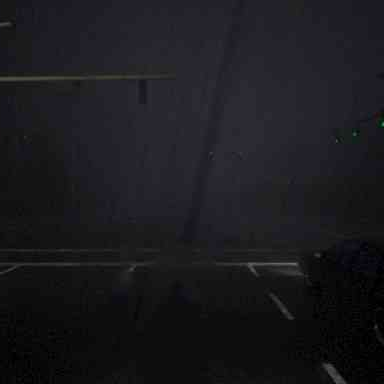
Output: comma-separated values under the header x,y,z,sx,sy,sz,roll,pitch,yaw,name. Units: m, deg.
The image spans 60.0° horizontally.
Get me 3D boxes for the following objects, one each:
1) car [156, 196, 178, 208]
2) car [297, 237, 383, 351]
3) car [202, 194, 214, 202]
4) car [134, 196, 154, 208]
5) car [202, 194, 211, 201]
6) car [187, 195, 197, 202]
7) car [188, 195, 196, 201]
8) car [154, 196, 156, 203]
x,y,z,sx,sy,sz,roll,pitch,yaw,name
-3.573,1.316,48.437,2.097,1.767,4.553,0,0,0,car
3.582,1.542,5.994,2.033,1.411,5.357,0,0,0,car
3.504,1.296,71.330,2.097,1.767,4.553,0,0,0,car
-7.074,1.490,48.200,1.812,1.442,4.674,0,0,0,car
3.505,1.325,81.470,2.128,1.511,4.902,0,0,0,car
0.004,1.441,71.361,1.837,1.490,4.892,0,0,0,car
0.005,1.352,81.470,1.994,1.385,4.181,0,0,0,car
-7.018,1.430,63.981,1.882,1.535,5.008,0,0,1,car
